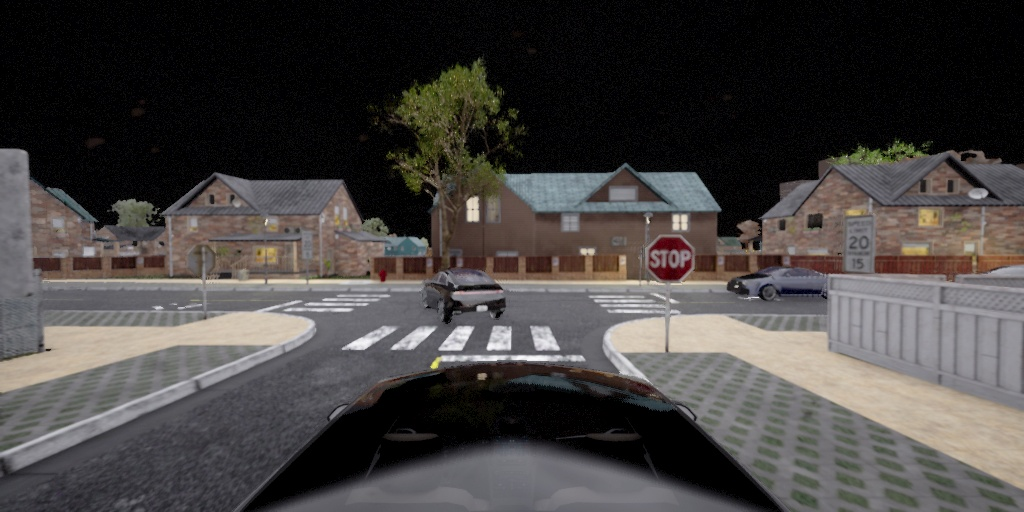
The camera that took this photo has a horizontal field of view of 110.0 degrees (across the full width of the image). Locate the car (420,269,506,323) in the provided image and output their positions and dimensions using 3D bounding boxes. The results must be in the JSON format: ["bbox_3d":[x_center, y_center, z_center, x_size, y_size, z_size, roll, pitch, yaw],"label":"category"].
[{"bbox_3d":[-1.792,1.192,12.081,2.128,1.511,4.902,0,1,-24],"label":"car"}]

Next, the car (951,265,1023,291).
[{"bbox_3d":[22.080,1.112,15.497,4.674,1.442,1.812,0,2,1],"label":"car"}]

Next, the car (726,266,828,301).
[{"bbox_3d":[11.881,1.151,15.777,4.181,1.385,1.994,0,2,1],"label":"car"}]
